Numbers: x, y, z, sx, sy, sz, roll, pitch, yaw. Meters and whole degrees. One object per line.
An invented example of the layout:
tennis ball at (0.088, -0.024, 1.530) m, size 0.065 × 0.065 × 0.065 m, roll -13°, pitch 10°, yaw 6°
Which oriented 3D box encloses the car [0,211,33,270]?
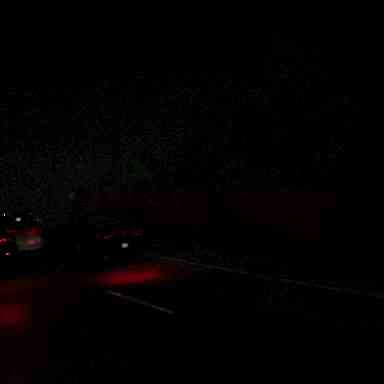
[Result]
car at (-6.801, 1.483, 10.067) m, size 2.128 × 1.511 × 4.902 m, roll 0°, pitch 0°, yaw -43°

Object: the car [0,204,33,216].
car at (-11.923, 1.507, 22.610) m, size 1.812 × 1.442 × 4.674 m, roll 0°, pitch 0°, yaw -31°

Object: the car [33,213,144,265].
car at (-3.723, 1.470, 11.869) m, size 1.882 × 1.535 × 5.008 m, roll 0°, pitch 0°, yaw -43°
